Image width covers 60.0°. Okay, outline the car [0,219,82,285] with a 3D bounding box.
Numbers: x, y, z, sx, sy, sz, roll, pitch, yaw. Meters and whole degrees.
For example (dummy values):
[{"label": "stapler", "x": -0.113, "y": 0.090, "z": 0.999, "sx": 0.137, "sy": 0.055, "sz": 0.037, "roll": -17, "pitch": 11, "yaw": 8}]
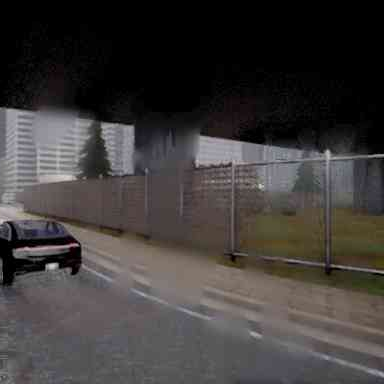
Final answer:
[{"label": "car", "x": -4.804, "y": 1.554, "z": 9.804, "sx": 2.128, "sy": 1.511, "sz": 4.902, "roll": 1, "pitch": -1, "yaw": -38}]
